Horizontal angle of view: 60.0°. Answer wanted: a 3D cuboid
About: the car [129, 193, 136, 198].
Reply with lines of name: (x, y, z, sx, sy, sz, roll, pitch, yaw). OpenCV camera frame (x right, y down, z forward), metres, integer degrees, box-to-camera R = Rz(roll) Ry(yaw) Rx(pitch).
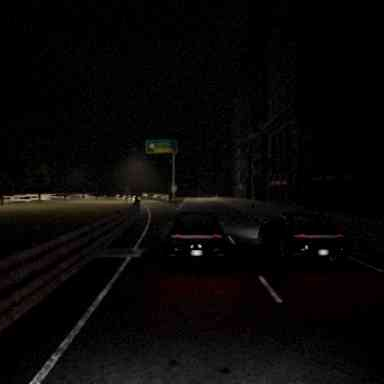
car: (-15.926, 0.932, 87.508, 1.837, 1.490, 4.892, 0, 0, -15)

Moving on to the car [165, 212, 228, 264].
car: (0.136, 1.444, 11.578, 2.128, 1.511, 4.902, 0, 0, 0)

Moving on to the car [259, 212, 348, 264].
car: (3.636, 1.442, 11.600, 2.128, 1.511, 4.902, 0, 0, 0)
